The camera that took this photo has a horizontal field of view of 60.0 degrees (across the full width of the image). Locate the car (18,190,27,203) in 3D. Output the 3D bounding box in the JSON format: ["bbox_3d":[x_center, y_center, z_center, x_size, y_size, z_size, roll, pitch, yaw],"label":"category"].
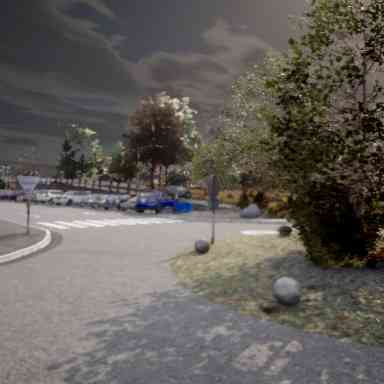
[{"bbox_3d":[-24.138,0.714,53.225,2.435,2.045,5.566,2,-1,26],"label":"car"}]

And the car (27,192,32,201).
[{"bbox_3d":[-22.041,0.993,51.072,2.231,1.521,4.892,1,-1,26],"label":"car"}]

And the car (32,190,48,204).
[{"bbox_3d":[-19.902,0.768,48.935,2.435,2.045,5.566,1,-1,26],"label":"car"}]

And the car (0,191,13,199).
[{"bbox_3d":[-40.909,0.626,70.655,2.185,1.767,4.553,2,-1,26],"label":"car"}]

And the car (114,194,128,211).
[{"bbox_3d":[-5.212,1.206,33.702,2.231,1.521,4.892,2,-1,26],"label":"car"}]

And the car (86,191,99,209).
[{"bbox_3d":[-9.398,1.027,38.071,2.185,1.767,4.553,2,-1,26],"label":"car"}]

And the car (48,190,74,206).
[{"bbox_3d":[-15.724,0.820,44.536,2.435,2.045,5.566,2,-1,26],"label":"car"}]

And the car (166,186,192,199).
[{"bbox_3d":[-2.114,0.042,40.396,1.837,1.490,4.892,1,4,-44],"label":"car"}]

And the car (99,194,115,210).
[{"bbox_3d":[-7.330,1.052,35.845,2.185,1.767,4.553,1,-1,26],"label":"car"}]

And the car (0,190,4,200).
[{"bbox_3d":[-32.543,0.733,61.914,2.185,1.767,4.553,1,-1,26],"label":"car"}]

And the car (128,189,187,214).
[{"bbox_3d":[-3.105,0.981,31.557,2.435,2.045,5.566,1,-1,26],"label":"car"}]

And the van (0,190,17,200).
[{"bbox_3d":[-38.779,0.556,68.564,1.878,1.987,4.442,1,-1,26],"label":"van"}]

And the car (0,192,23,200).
[{"bbox_3d":[-36.725,0.807,66.286,2.231,1.521,4.892,2,-1,26],"label":"car"}]

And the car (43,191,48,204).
[{"bbox_3d":[-17.836,1.074,46.702,2.163,1.488,4.792,2,-1,26],"label":"car"}]

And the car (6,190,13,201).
[{"bbox_3d":[-28.310,0.662,57.624,2.435,2.045,5.566,1,-1,26],"label":"car"}]

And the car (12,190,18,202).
[{"bbox_3d":[-26.306,0.931,55.252,1.946,1.575,5.366,2,-1,26],"label":"car"}]

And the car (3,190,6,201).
[{"bbox_3d":[-30.446,0.915,59.737,2.163,1.488,4.792,2,-1,26],"label":"car"}]

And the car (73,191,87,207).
[{"bbox_3d":[-11.507,1.000,40.243,2.185,1.767,4.553,2,-1,26],"label":"car"}]

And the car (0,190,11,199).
[{"bbox_3d":[-43.029,0.472,72.774,2.435,2.045,5.566,2,-1,26],"label":"car"}]

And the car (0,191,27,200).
[{"bbox_3d":[-34.655,0.706,64.085,2.185,1.767,4.553,1,-1,26],"label":"car"}]
